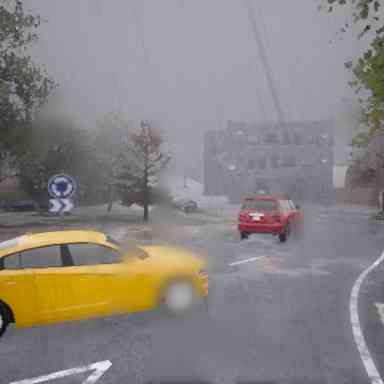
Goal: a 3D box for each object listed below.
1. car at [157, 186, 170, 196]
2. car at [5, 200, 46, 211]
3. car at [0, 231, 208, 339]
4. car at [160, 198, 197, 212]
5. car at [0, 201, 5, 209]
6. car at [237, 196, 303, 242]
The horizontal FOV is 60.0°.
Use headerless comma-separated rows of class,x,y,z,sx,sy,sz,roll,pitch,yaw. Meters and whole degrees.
car,-5.880,-0.308,68.973,2.150,2.045,5.566,0,5,3
car,-20.618,1.652,40.945,4.718,1.301,1.895,2,-1,-27
car,-2.095,1.477,6.188,5.008,1.535,1.882,0,0,-25
car,-1.709,1.507,39.608,4.902,1.511,2.128,0,0,37
car,-24.891,1.272,37.924,5.357,1.411,2.033,-8,-3,-42
car,4.101,1.221,16.910,2.150,2.045,5.566,0,0,28
